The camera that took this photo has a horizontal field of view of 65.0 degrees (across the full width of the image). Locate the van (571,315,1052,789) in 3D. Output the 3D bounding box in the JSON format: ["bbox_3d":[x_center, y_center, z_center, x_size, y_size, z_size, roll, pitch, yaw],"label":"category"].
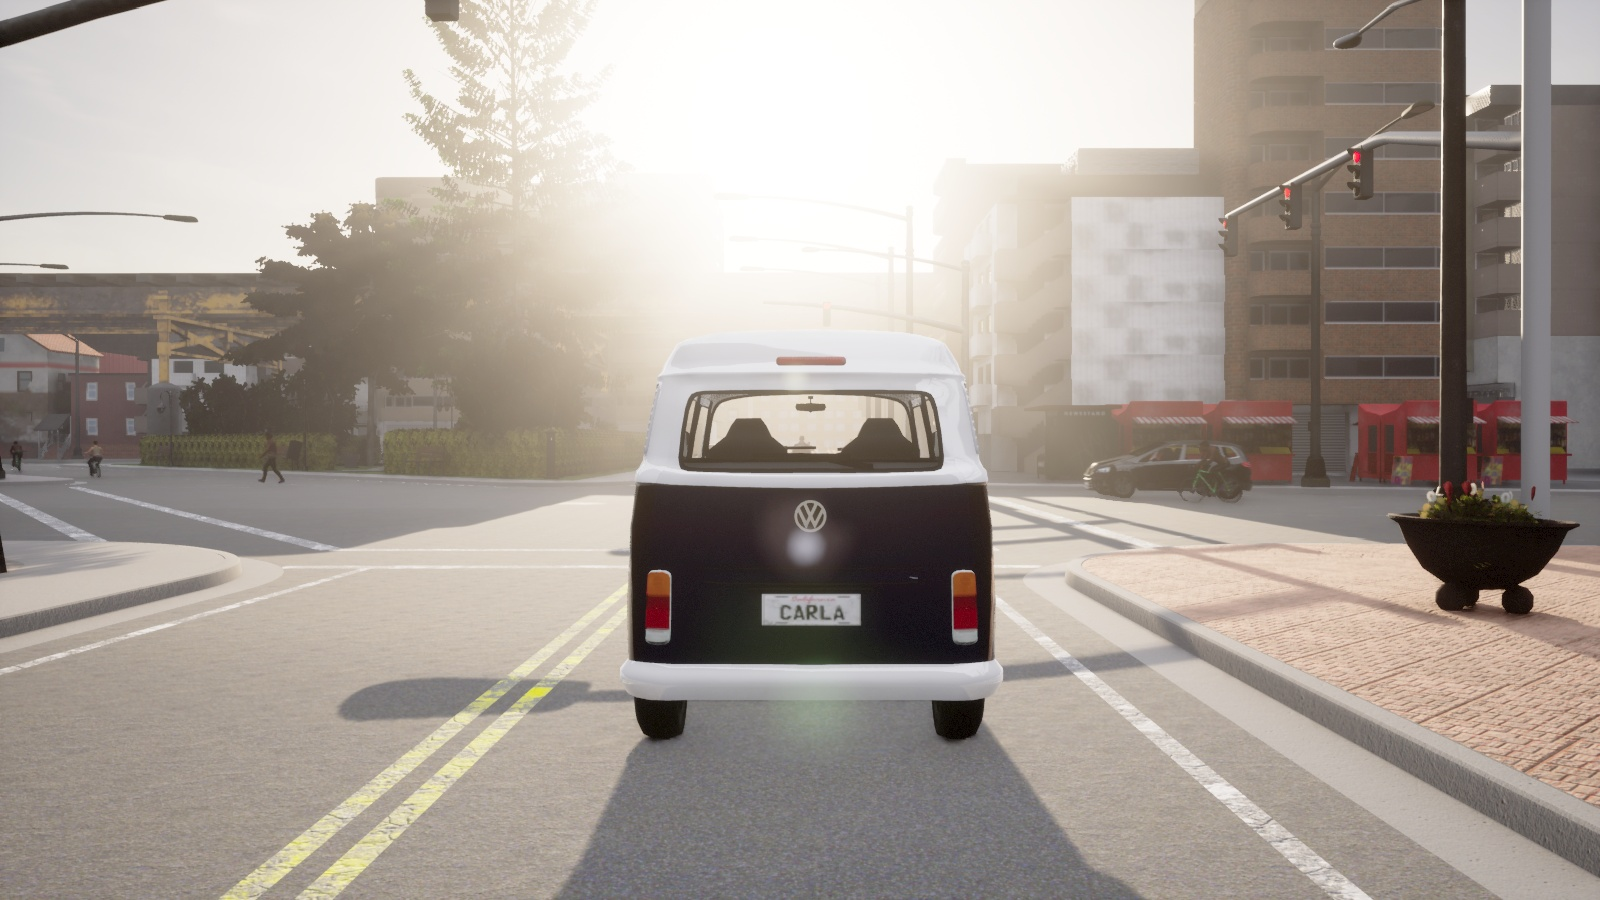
[{"bbox_3d":[0.066,0.427,7.651,2.069,2.038,4.480,0,0,0],"label":"van"}]

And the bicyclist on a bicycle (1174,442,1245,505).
[{"bbox_3d":[10.612,0.606,32.579,1.656,1.620,0.582,0,0,0],"label":"bicyclist on a bicycle"}]

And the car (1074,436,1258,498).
[{"bbox_3d":[10.436,0.476,36.078,4.611,1.667,2.242,1,0,0],"label":"car"}]

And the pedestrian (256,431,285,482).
[{"bbox_3d":[-18.639,0.230,44.187,0.869,1.805,0.328,0,0,-8],"label":"pedestrian"}]
